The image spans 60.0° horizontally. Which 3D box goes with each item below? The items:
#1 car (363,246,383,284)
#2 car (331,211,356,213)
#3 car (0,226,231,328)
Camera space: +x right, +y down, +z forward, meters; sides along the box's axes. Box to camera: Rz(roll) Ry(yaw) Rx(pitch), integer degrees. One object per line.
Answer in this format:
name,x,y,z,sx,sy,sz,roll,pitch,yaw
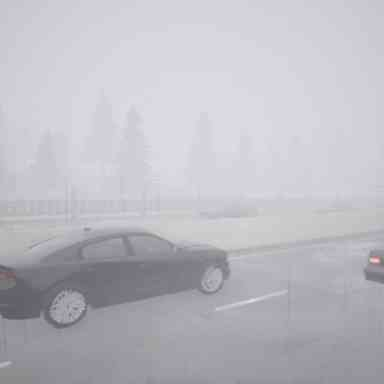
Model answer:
car,6.408,1.575,8.287,5.357,1.411,2.033,0,0,-35
car,13.283,1.658,30.488,4.718,1.301,1.895,0,0,-35
car,-1.400,1.470,7.042,5.008,1.535,1.882,0,0,-35
